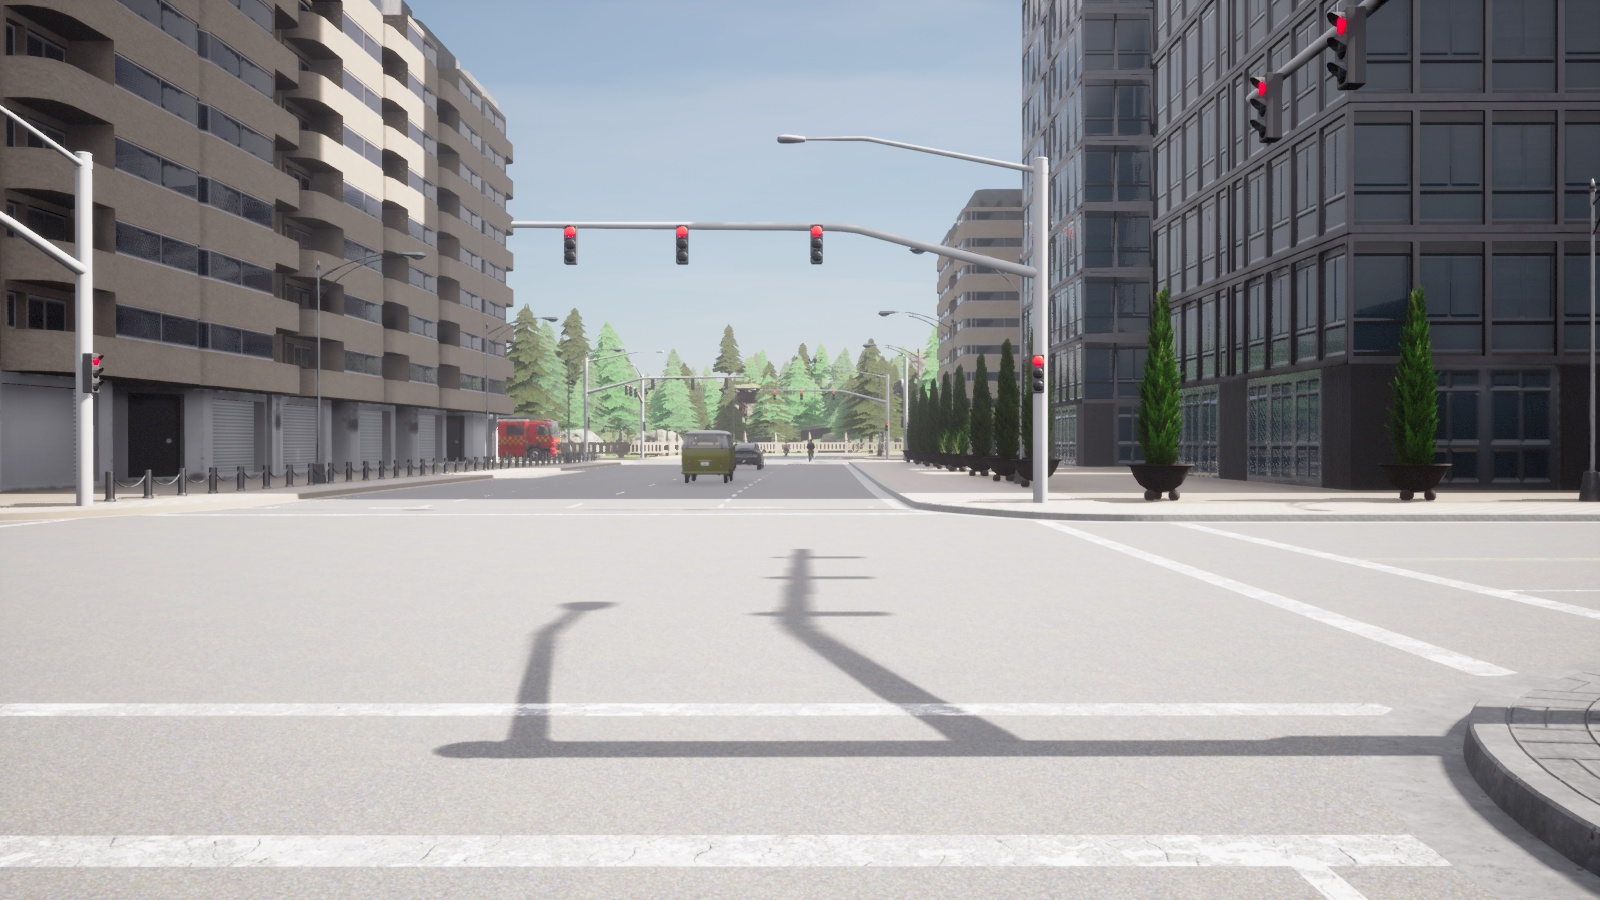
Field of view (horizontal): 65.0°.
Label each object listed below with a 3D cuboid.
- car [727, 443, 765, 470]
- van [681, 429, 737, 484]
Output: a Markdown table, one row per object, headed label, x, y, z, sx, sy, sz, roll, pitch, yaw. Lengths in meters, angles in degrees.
| label | x | y | z | sx | sy | sz | roll | pitch | yaw |
| --- | --- | --- | --- | --- | --- | --- | --- | --- | --- |
| car | -3.030 | 0.346 | 71.348 | 1.837 | 1.490 | 4.892 | 0 | 0 | 1 |
| van | -3.444 | 0.224 | 48.207 | 1.775 | 1.987 | 4.442 | 0 | 0 | 1 |
